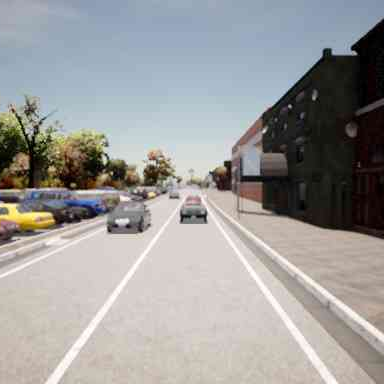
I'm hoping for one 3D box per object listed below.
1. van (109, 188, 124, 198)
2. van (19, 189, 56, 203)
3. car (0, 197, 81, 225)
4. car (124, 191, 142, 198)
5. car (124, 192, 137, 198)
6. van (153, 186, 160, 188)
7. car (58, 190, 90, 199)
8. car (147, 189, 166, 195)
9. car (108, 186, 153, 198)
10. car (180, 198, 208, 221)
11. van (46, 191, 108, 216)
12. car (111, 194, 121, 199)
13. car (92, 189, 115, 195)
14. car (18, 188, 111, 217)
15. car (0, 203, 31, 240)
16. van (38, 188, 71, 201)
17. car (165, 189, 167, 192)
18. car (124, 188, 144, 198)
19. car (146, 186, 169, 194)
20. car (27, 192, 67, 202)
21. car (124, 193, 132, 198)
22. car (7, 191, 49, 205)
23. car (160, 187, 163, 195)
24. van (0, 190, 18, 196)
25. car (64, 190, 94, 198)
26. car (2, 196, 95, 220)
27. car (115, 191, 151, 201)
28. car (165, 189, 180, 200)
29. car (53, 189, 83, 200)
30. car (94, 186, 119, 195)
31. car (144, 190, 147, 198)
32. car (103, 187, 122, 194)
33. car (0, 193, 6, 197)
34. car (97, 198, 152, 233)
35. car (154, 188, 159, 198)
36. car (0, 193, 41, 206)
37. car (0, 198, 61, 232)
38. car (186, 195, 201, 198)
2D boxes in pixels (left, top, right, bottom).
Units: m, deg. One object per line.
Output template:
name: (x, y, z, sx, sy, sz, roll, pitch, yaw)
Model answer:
van: (-9.390, 0.895, 32.961, 4.442, 1.987, 1.878, 0, 1, 0)
van: (-21.886, 0.567, 47.229, 4.442, 1.987, 1.878, 0, 2, 0)
car: (-9.343, 1.232, 18.955, 5.008, 1.535, 2.097, 0, 0, 0)
car: (-9.223, 0.935, 41.579, 5.008, 1.535, 2.097, 0, 1, 0)
car: (-9.241, 1.047, 38.755, 4.674, 1.452, 2.002, 0, 1, 0)
van: (-9.211, 0.066, 66.997, 4.442, 1.987, 1.878, 0, 1, 0)
car: (-21.688, 0.438, 61.224, 5.008, 1.535, 2.097, 0, 1, 0)
car: (-9.003, -0.103, 83.953, 4.674, 1.452, 2.002, 0, 2, 0)
car: (-9.212, 0.469, 50.047, 5.566, 2.045, 2.435, 0, 1, 0)
car: (0.114, 1.337, 24.014, 1.895, 1.301, 4.718, 0, 1, 0)
van: (-9.420, 0.941, 27.430, 4.442, 1.987, 1.878, 0, 0, 0)
car: (-9.291, 1.185, 30.257, 4.674, 1.452, 2.002, 0, 0, 0)
car: (-21.600, -0.067, 81.107, 4.892, 1.521, 2.231, 0, 1, 0)
car: (-9.290, 0.937, 24.604, 5.566, 2.045, 2.435, 0, 0, 0)
car: (-9.380, 1.315, 13.304, 4.674, 1.452, 2.002, 0, 0, 0)
van: (-21.853, 0.423, 52.877, 4.442, 1.987, 1.878, 0, 1, 0)
car: (-9.015, -0.068, 81.125, 5.008, 1.535, 2.097, 0, 2, 0)
car: (-9.245, 0.738, 44.401, 4.553, 1.767, 2.185, 0, 1, 0)
car: (-8.962, -0.470, 86.769, 5.566, 2.045, 2.435, 0, 2, 0)
car: (-21.760, 0.722, 50.058, 4.892, 1.521, 2.231, 0, 1, 0)
car: (-9.261, 1.113, 35.921, 4.674, 1.452, 2.002, 0, 1, 0)
car: (-21.754, 0.741, 44.285, 4.553, 1.767, 2.185, 0, 1, 0)
car: (-9.050, 0.250, 69.827, 4.792, 1.488, 2.163, 0, 1, 0)
van: (-21.697, 0.781, 38.759, 4.442, 1.987, 1.878, 0, 1, 0)
car: (-21.683, 0.367, 64.046, 5.008, 1.535, 2.097, 0, 1, 0)
car: (-9.338, 1.210, 21.780, 5.008, 1.535, 2.097, 0, 0, 0)
car: (-9.354, 0.646, 52.879, 5.366, 1.575, 1.946, 0, 1, 0)
car: (-3.057, 0.594, 58.802, 2.033, 1.411, 5.357, 0, 1, 1)
car: (-21.739, 0.384, 58.398, 4.553, 1.767, 2.185, 0, 1, 0)
car: (-21.551, -0.390, 83.799, 5.566, 2.045, 2.435, 0, 1, 0)
car: (-9.201, 0.832, 47.230, 4.674, 1.452, 2.002, 0, 1, 0)
car: (-21.486, -0.427, 89.580, 4.553, 1.767, 2.185, 0, 1, 0)
car: (-21.844, 1.120, 32.986, 5.008, 1.535, 2.097, 0, 0, 0)
car: (-3.347, 1.295, 18.363, 2.128, 1.511, 4.902, 0, 1, 0)
car: (-8.954, 0.503, 58.526, 5.366, 1.575, 1.946, 0, 1, 0)
car: (-21.832, 0.965, 41.592, 4.792, 1.488, 2.163, 0, 2, 0)
car: (-9.548, 1.250, 16.130, 5.366, 1.575, 1.946, 0, 0, 0)
car: (0.196, 1.009, 41.646, 1.994, 1.385, 4.181, 0, 1, 0)
